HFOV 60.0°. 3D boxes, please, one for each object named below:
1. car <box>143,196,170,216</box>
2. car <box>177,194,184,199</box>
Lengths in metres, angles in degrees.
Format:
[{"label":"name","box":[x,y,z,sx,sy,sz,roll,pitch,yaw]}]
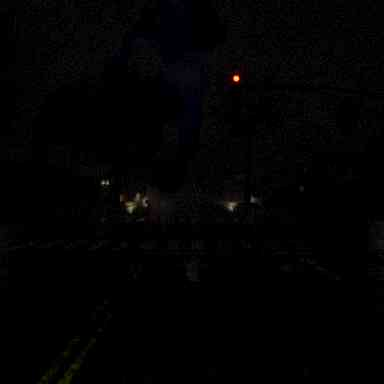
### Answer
[{"label":"car","box":[-3.258,1.212,31.099,2.097,1.767,4.553,0,0,0]},{"label":"car","box":[-3.265,1.243,95.264,1.812,1.442,4.674,0,0,0]}]
